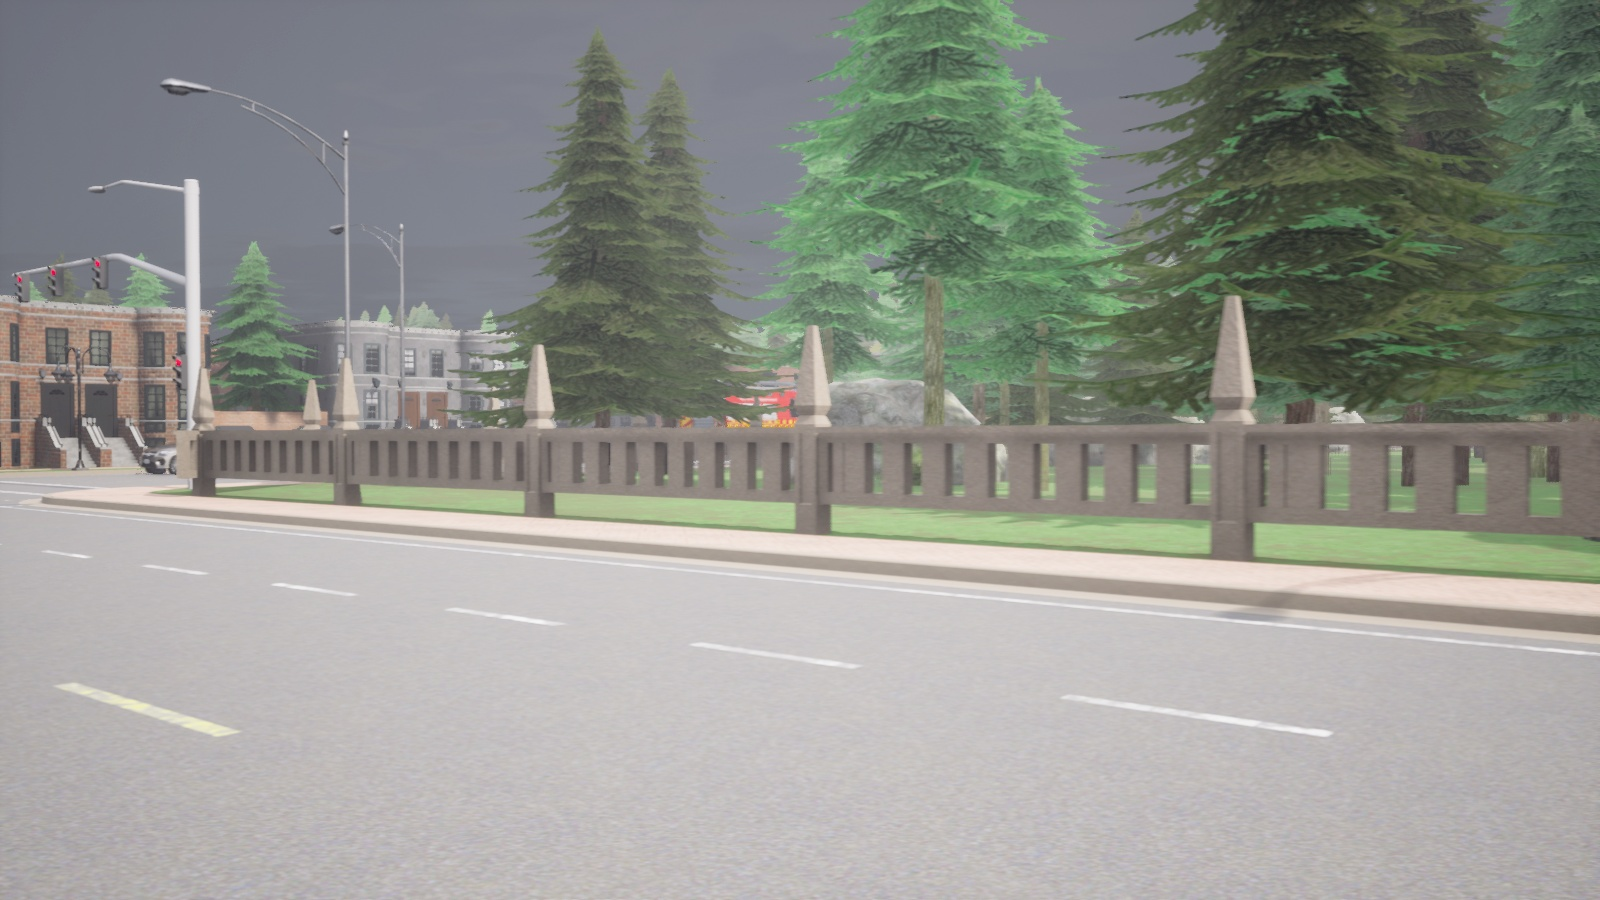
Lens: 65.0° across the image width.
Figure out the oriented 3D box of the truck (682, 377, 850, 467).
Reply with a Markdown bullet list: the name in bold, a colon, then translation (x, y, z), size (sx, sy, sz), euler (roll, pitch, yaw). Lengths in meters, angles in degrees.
- **truck**: translation (-1.417, -1.253, 57.533), size (2.891, 3.827, 8.468), euler (1, 1, 39)

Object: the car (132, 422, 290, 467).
- **car**: translation (-22.501, -0.234, 48.127), size (2.152, 1.651, 5.027), euler (1, 1, 39)
